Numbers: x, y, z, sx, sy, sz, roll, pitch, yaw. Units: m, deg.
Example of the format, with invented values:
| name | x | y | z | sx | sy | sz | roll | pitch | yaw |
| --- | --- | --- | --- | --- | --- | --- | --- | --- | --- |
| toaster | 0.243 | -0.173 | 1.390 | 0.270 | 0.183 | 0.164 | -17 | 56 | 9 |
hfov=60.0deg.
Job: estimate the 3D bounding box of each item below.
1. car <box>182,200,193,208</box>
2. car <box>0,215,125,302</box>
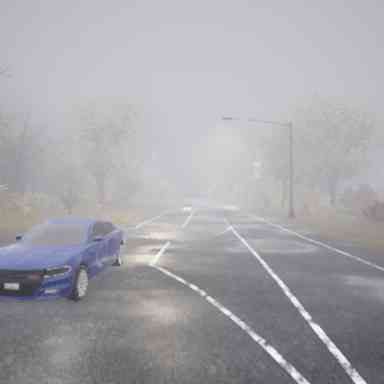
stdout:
| name | x | y | z | sx | sy | sz | roll | pitch | yaw |
| --- | --- | --- | --- | --- | --- | --- | --- | --- | --- |
| car | -0.859 | 2.451 | 67.739 | 2.128 | 1.511 | 4.902 | 0 | -1 | 5 |
| car | -3.048 | 1.386 | 8.322 | 1.882 | 1.535 | 5.008 | 1 | 0 | 2 |
